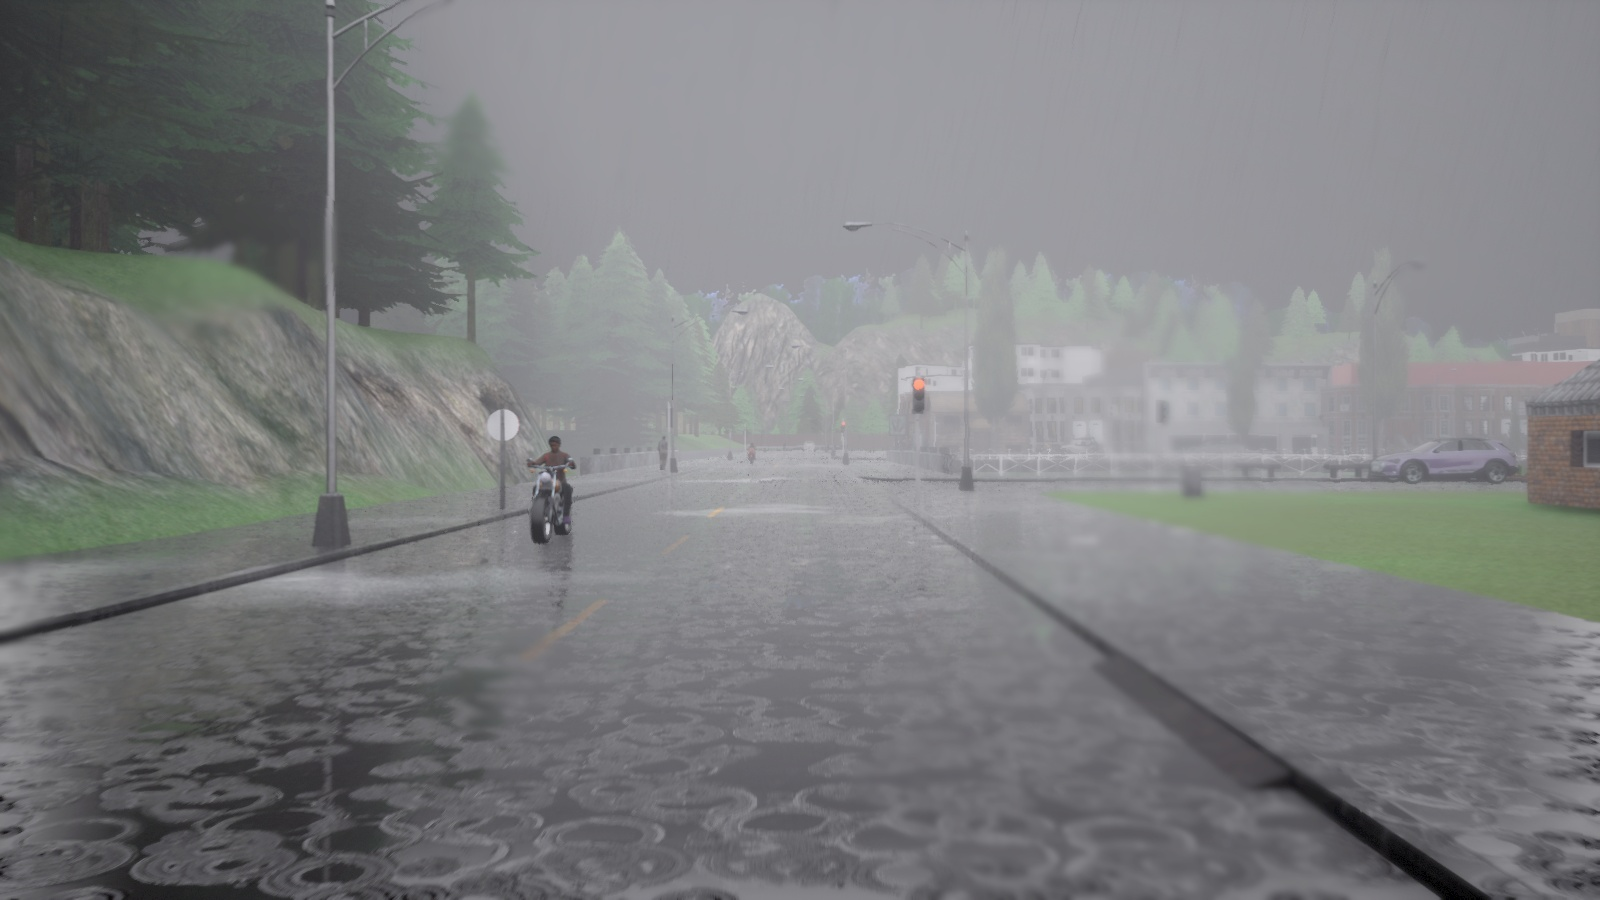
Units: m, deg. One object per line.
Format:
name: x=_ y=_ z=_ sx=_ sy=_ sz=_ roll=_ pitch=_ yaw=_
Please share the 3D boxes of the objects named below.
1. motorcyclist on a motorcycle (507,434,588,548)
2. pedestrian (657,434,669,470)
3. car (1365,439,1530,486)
motorcyclist on a motorcycle: x=-3.837 y=0.585 z=19.274 sx=0.766 sy=1.649 sz=2.350 roll=0 pitch=1 yaw=0
pedestrian: x=-7.008 y=0.087 z=64.233 sx=0.540 sy=1.848 sz=0.694 roll=0 pitch=0 yaw=0
car: x=23.091 y=0.442 z=44.898 sx=4.856 sy=1.649 sz=2.033 roll=0 pitch=0 yaw=1
